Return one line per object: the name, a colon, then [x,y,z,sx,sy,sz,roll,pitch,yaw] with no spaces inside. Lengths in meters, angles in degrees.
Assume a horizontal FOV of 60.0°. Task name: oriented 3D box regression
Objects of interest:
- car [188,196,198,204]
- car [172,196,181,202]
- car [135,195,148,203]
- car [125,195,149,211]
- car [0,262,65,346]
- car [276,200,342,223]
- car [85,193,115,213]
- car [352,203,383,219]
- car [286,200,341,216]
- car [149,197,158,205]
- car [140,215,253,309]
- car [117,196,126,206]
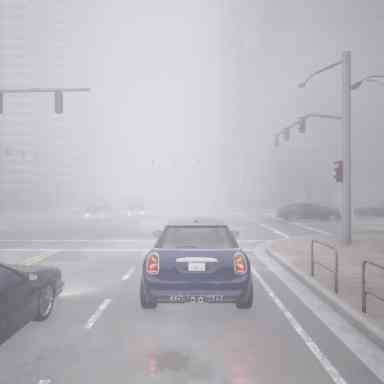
car: [0.210,1.563,65.998,1.994,1.385,4.181,0,0,0]
car: [-3.380,1.465,72.275,2.033,1.411,5.357,0,0,0]
car: [-10.385,1.494,68.920,1.837,1.490,4.892,0,0,0]
car: [-6.770,1.505,41.015,1.837,1.490,4.892,0,0,-4]
car: [-3.413,1.547,4.185,2.033,1.411,5.357,0,0,-1]
car: [8.857,1.504,25.069,4.892,1.490,1.837,0,1,2]
car: [-10.537,1.351,37.752,2.097,1.767,4.553,0,0,0]
car: [16.504,1.601,28.677,4.718,1.301,1.895,0,0,1]
car: [11.709,1.526,32.220,4.674,1.442,1.812,0,0,1]
car: [-6.985,1.564,57.621,1.994,1.385,4.181,0,0,0]
car: [0.093,1.352,8.044,2.097,1.767,4.553,0,0,0]
car: [-10.502,1.352,53.291,2.097,1.767,4.553,0,0,0]
